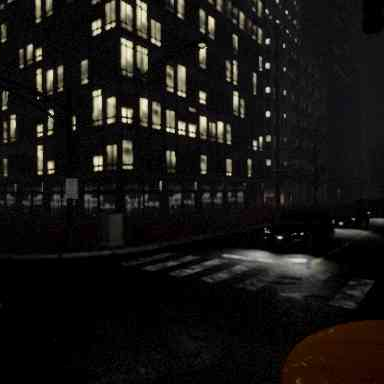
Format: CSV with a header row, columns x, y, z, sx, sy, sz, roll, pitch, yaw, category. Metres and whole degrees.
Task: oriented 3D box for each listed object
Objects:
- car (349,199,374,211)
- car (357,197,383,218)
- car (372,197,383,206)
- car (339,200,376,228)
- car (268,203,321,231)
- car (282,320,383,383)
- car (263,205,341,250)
x,y,z,sx,sy,sz,roll,pitch,yaw,category
20.292,1.531,39.790,1.947,1.339,4.313,-1,0,37,car
16.639,1.474,30.488,1.837,1.490,4.892,0,0,36,car
30.262,1.463,53.243,1.752,1.417,4.829,-1,0,37,car
10.695,1.529,22.483,2.033,1.411,5.357,0,0,37,car
6.761,1.520,21.534,1.752,1.417,4.829,-1,0,37,car
2.926,1.451,1.584,5.008,1.535,1.882,0,0,36,car
4.824,1.498,14.622,1.837,1.490,4.892,0,0,38,car
